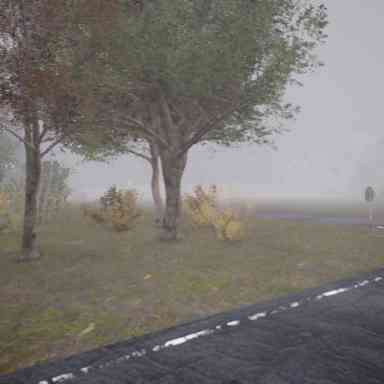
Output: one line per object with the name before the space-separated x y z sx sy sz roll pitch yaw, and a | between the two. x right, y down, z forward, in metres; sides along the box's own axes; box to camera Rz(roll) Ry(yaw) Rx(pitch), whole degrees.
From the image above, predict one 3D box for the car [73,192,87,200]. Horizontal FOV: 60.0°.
car | -29.654 0.980 88.931 2.150 2.045 5.566 0 0 -27
